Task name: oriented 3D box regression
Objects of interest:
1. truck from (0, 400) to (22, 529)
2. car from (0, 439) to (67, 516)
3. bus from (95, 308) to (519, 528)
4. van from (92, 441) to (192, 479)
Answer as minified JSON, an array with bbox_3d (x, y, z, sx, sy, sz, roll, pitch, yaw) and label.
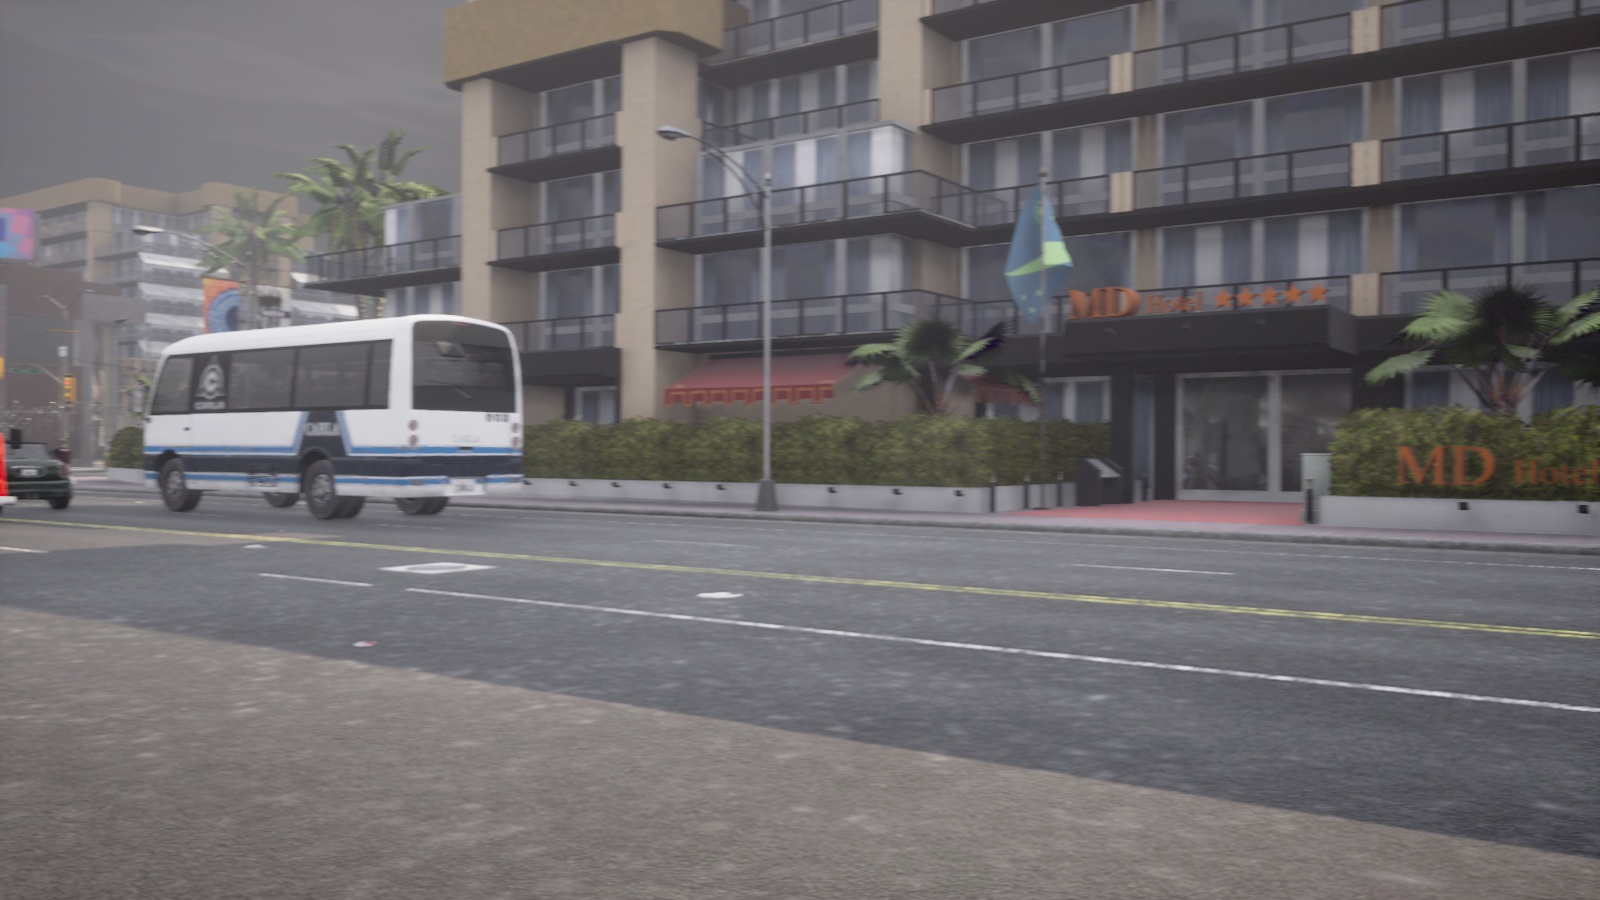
[{"bbox_3d":[-17.954,0.276,24.705,5.204,2.467,2.627,0,0,34],"label":"truck"},{"bbox_3d":[-19.896,0.625,30.266,4.553,1.767,2.097,0,0,34],"label":"car"},{"bbox_3d":[-11.519,-0.615,28.793,10.273,4.253,3.944,0,0,34],"label":"bus"},{"bbox_3d":[-35.423,0.544,67.661,1.775,1.987,4.442,0,0,45],"label":"van"}]
